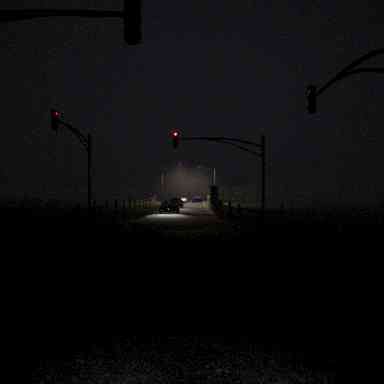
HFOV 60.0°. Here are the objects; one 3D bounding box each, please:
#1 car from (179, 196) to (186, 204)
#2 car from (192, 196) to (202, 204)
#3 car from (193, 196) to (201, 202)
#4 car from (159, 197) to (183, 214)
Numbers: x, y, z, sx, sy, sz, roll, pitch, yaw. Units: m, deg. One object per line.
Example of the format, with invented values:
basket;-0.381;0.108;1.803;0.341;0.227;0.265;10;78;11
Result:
car;-2.196;1.536;46.972;1.812;1.442;4.674;0;0;1
car;1.059;1.495;65.883;1.882;1.535;5.008;0;0;1
car;1.124;1.617;75.917;1.895;1.301;4.718;0;0;1
car;-2.370;1.571;35.961;1.994;1.385;4.181;0;0;1
